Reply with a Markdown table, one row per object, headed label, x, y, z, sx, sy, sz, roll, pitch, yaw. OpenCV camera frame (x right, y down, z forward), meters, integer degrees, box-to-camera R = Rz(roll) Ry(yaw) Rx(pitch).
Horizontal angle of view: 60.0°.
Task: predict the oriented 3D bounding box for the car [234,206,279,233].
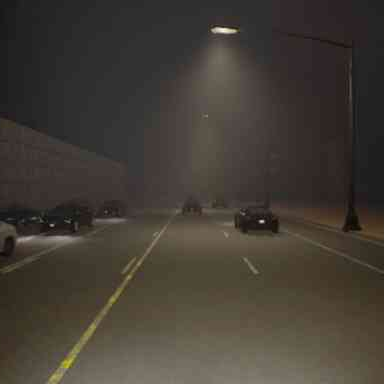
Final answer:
| label | x | y | z | sx | sy | sz | roll | pitch | yaw |
| --- | --- | --- | --- | --- | --- | --- | --- | --- | --- |
| car | 3.597 | 1.486 | 19.138 | 1.994 | 1.385 | 4.181 | 0 | 0 | 0 |

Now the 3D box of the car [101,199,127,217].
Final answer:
| label | x | y | z | sx | sy | sz | roll | pitch | yaw |
| --- | --- | --- | --- | --- | --- | --- | --- | --- | --- |
| car | -7.004 | 1.386 | 29.466 | 1.837 | 1.490 | 4.892 | 0 | 0 | 0 |

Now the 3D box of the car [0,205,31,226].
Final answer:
| label | x | y | z | sx | sy | sz | roll | pitch | yaw |
| --- | --- | --- | --- | --- | --- | --- | --- | --- | --- |
| car | -10.564 | 1.483 | 19.885 | 1.994 | 1.385 | 4.181 | 0 | 0 | 0 |

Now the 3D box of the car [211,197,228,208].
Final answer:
| label | x | y | z | sx | sy | sz | roll | pitch | yaw |
| --- | --- | --- | --- | --- | --- | --- | --- | --- | --- |
| car | 3.576 | 1.349 | 43.880 | 1.812 | 1.442 | 4.674 | 0 | 0 | 0 |

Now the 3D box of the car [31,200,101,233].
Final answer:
| label | x | y | z | sx | sy | sz | roll | pitch | yaw |
| --- | --- | --- | --- | --- | --- | --- | --- | --- | --- |
| car | -7.069 | 1.427 | 19.289 | 1.837 | 1.490 | 4.892 | 0 | 0 | 1 |

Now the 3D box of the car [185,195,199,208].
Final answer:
| label | x | y | z | sx | sy | sz | roll | pitch | yaw |
| --- | --- | --- | --- | --- | --- | --- | --- | --- | --- |
| car | 0.046 | 1.289 | 46.722 | 1.882 | 1.535 | 5.008 | 0 | 0 | 0 |

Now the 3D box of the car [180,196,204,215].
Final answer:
| label | x | y | z | sx | sy | sz | roll | pitch | yaw |
| --- | --- | --- | --- | --- | --- | --- | --- | --- | --- |
| car | 0.005 | 1.395 | 32.290 | 1.812 | 1.442 | 4.674 | 0 | 0 | 0 |

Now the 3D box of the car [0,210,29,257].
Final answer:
| label | x | y | z | sx | sy | sz | roll | pitch | yaw |
| --- | --- | --- | --- | --- | --- | --- | --- | --- | --- |
| car | -7.080 | 1.485 | 10.042 | 1.812 | 1.442 | 4.674 | 0 | 0 | 0 |

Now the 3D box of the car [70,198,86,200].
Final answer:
| label | x | y | z | sx | sy | sz | roll | pitch | yaw |
| --- | --- | --- | --- | --- | --- | --- | --- | --- | --- |
| car | -10.504 | 1.355 | 30.299 | 1.882 | 1.535 | 5.008 | 0 | 0 | 0 |
